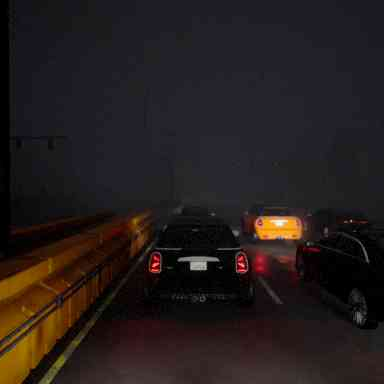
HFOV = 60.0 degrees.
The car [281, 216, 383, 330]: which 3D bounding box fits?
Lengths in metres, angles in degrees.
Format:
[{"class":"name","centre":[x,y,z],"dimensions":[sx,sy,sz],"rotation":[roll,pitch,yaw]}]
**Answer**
[{"class":"car","centre":[3.621,1.492,6.872],"dimensions":[2.128,1.511,4.902],"rotation":[0,0,0]}]

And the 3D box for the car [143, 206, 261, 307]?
[{"class":"car","centre":[0.125,1.352,8.112],"dimensions":[2.097,1.767,4.553],"rotation":[0,0,0]}]

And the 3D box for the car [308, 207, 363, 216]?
[{"class":"car","centre":[7.157,1.505,16.852],"dimensions":[1.837,1.490,4.892],"rotation":[0,0,0]}]

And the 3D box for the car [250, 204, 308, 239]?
[{"class":"car","centre":[3.655,1.352,15.983],"dimensions":[2.097,1.767,4.553],"rotation":[0,0,0]}]

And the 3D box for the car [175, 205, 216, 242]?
[{"class":"car","centre":[0.158,1.505,17.288],"dimensions":[1.837,1.490,4.892],"rotation":[0,0,0]}]
